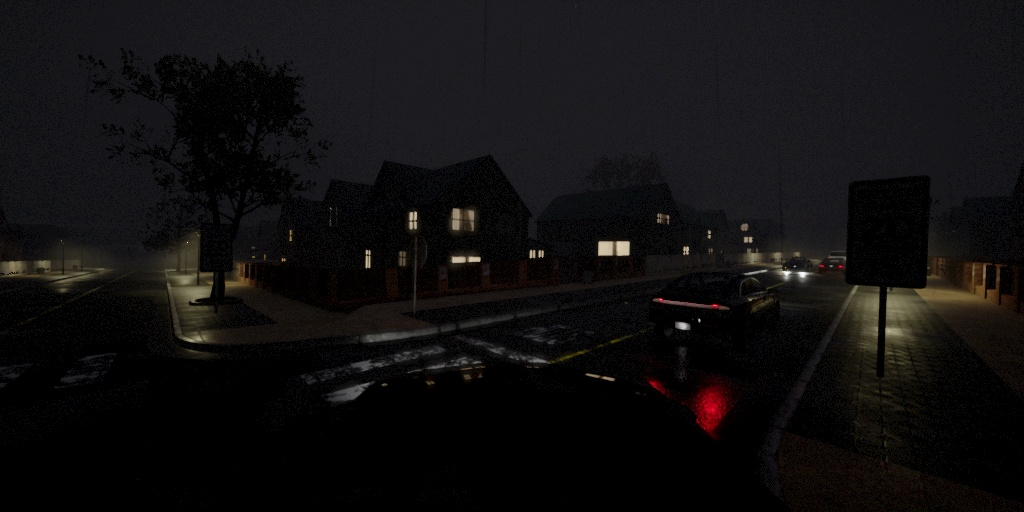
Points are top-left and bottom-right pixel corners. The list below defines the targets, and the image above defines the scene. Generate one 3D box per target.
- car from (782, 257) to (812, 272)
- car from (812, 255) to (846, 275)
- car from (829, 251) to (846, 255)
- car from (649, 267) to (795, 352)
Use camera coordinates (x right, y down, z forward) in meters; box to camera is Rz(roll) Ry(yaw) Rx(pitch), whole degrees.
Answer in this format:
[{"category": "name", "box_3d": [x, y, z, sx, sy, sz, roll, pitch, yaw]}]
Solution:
[{"category": "car", "box_3d": [28.260, 0.792, 35.411, 4.181, 1.385, 1.994, -1, 2, -45]}, {"category": "car", "box_3d": [28.349, 0.875, 31.551, 5.357, 1.411, 2.033, -1, 2, -44]}, {"category": "car", "box_3d": [35.854, 0.440, 38.965, 5.566, 2.045, 2.150, -1, 2, -44]}, {"category": "car", "box_3d": [5.095, 1.142, 8.759, 4.902, 1.511, 2.128, -1, 2, -45]}]
